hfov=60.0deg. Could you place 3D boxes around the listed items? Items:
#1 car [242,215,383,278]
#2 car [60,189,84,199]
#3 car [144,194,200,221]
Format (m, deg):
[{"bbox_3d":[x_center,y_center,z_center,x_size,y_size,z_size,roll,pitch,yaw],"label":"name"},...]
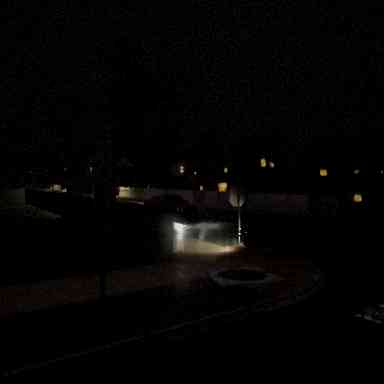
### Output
[{"bbox_3d":[4.260,1.415,9.789,5.357,1.411,2.033,6,5,30],"label":"car"},{"bbox_3d":[-15.118,0.288,41.670,2.033,1.411,5.357,0,2,-34],"label":"car"},{"bbox_3d":[-1.416,0.942,21.935,1.882,1.535,5.008,0,2,-35],"label":"car"}]
